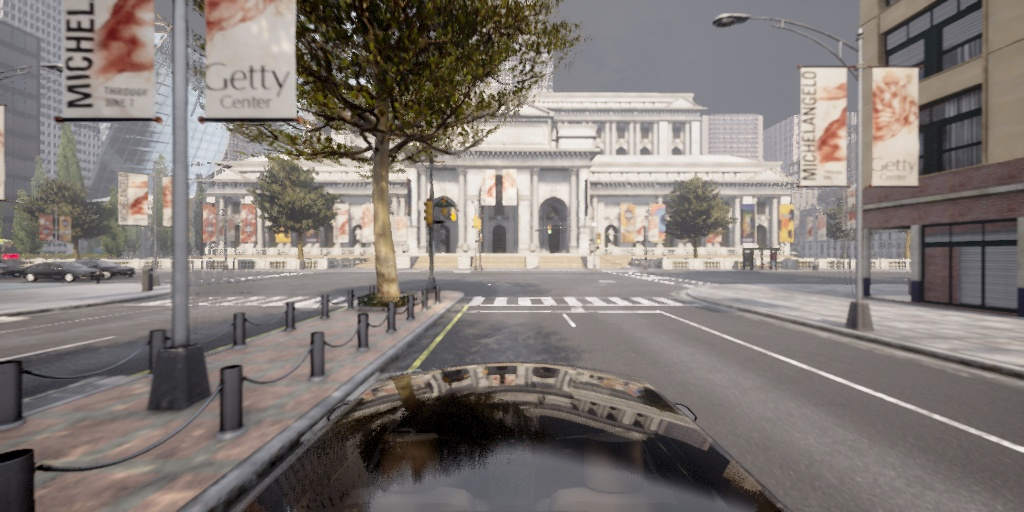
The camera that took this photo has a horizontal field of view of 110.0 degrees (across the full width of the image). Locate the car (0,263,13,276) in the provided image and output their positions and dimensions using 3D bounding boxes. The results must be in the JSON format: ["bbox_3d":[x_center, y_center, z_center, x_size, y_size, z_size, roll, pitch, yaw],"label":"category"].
[{"bbox_3d":[-45.277,1.221,30.839,5.357,1.411,2.033,0,0,0],"label":"car"}]

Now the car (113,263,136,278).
[{"bbox_3d":[-35.453,1.151,30.870,5.008,1.535,1.882,0,0,0],"label":"car"}]

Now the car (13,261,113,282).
[{"bbox_3d":[-34.158,1.188,27.370,4.892,1.490,1.837,0,0,0],"label":"car"}]
